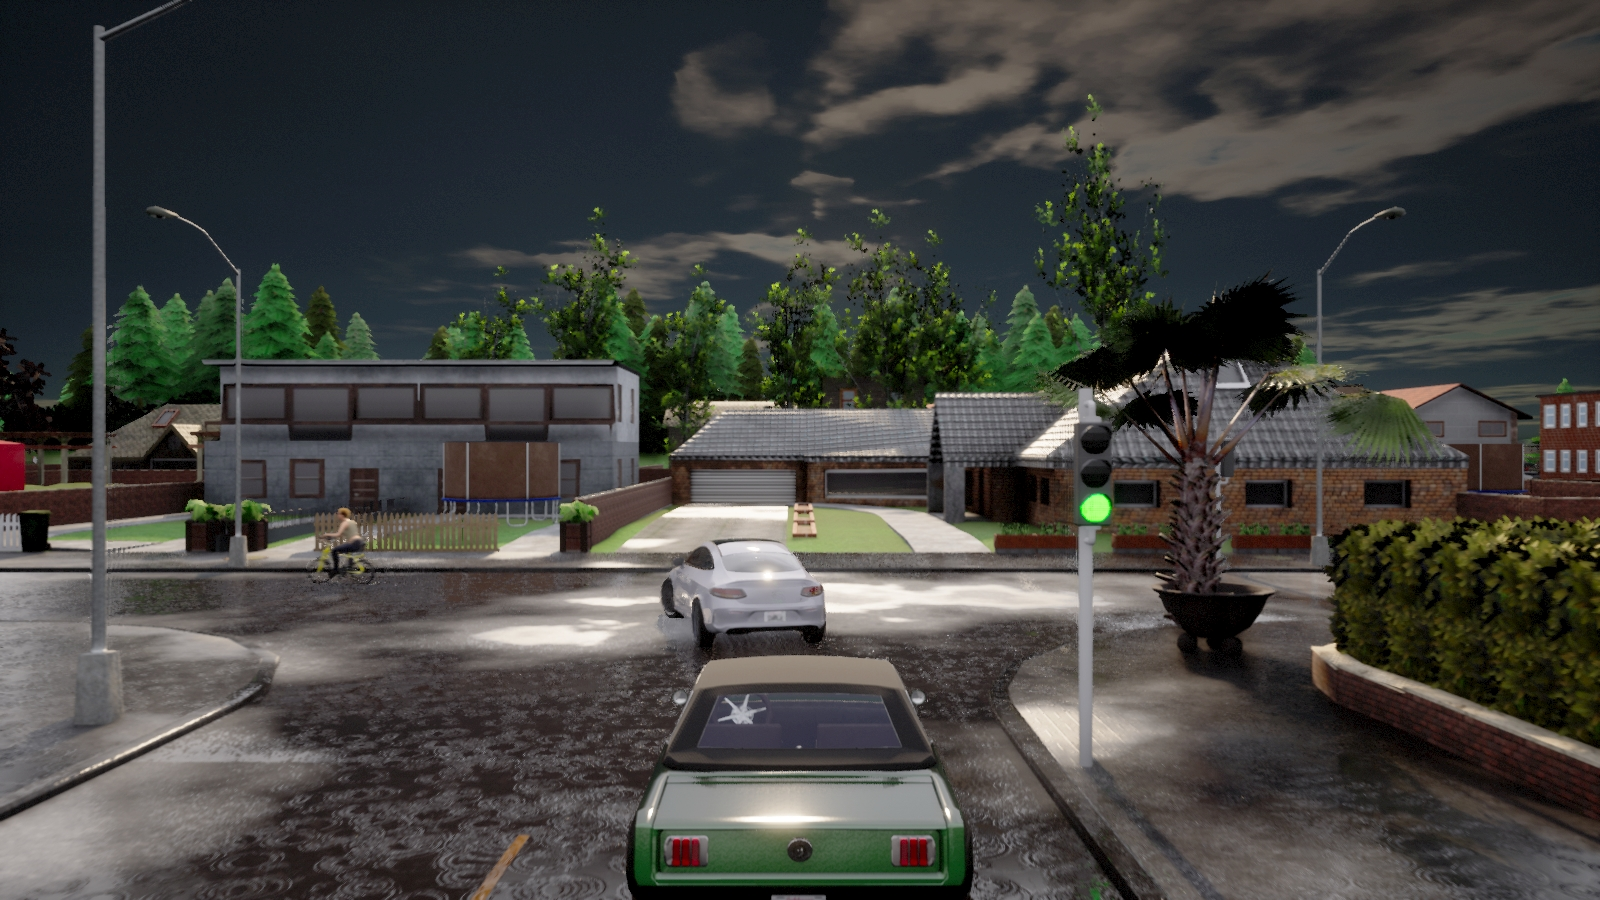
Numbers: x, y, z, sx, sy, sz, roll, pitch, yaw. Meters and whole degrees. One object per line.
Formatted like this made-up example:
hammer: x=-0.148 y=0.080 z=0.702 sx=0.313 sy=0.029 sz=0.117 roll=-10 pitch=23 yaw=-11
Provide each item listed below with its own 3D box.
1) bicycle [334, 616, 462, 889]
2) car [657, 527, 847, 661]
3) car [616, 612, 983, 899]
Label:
bicycle: x=-2.828 y=2.060 z=8.191 sx=0.329 sy=1.471 sz=1.835 roll=0 pitch=0 yaw=-2
car: x=-0.907 y=2.082 z=17.643 sx=2.002 sy=1.442 sz=4.674 roll=0 pitch=0 yaw=-14
car: x=-0.006 y=2.155 z=8.255 sx=1.895 sy=1.301 sz=4.718 roll=0 pitch=0 yaw=0
